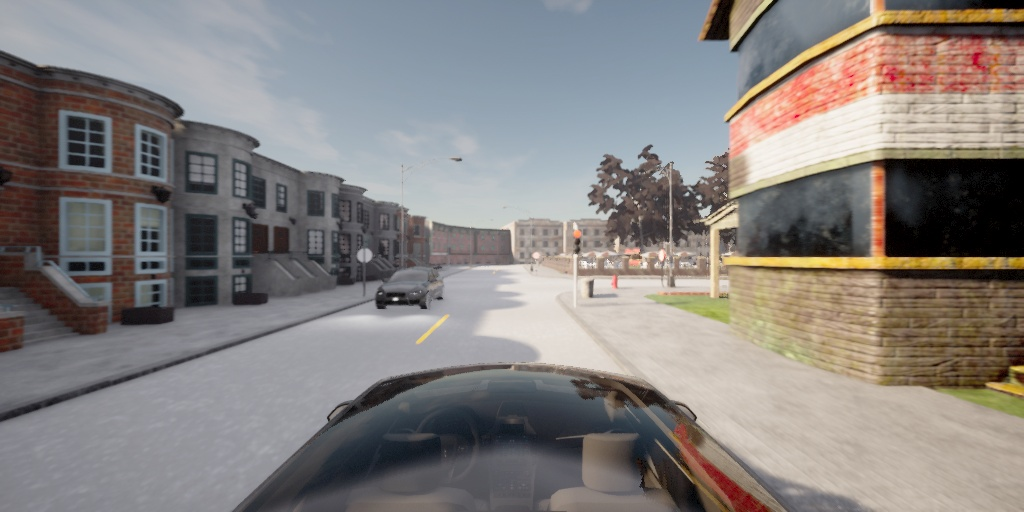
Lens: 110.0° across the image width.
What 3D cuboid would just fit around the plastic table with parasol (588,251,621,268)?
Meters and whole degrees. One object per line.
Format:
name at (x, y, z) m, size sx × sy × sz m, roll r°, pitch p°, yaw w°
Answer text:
plastic table with parasol at (10.077, 0.697, 37.747) m, size 2.482 × 2.480 × 2.482 m, roll 0°, pitch 0°, yaw -40°

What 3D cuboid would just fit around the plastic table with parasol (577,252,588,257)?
plastic table with parasol at (9.637, 0.657, 42.237) m, size 2.482 × 2.480 × 2.482 m, roll 0°, pitch 0°, yaw -40°

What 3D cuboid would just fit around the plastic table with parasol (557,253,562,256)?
plastic table with parasol at (9.238, 0.668, 64.023) m, size 2.482 × 2.480 × 2.482 m, roll 0°, pitch 0°, yaw 0°

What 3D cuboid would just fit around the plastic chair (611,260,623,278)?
plastic chair at (10.978, 1.302, 36.774) m, size 0.750 × 1.272 × 0.730 m, roll 0°, pitch 0°, yaw -35°

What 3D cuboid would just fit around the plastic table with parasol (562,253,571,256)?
plastic table with parasol at (10.032, 0.572, 56.326) m, size 2.482 × 2.480 × 2.482 m, roll 0°, pitch 0°, yaw -38°

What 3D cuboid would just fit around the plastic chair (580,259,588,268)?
plastic chair at (8.606, 1.258, 41.493) m, size 0.730 × 1.272 × 0.750 m, roll 0°, pitch 0°, yaw -40°

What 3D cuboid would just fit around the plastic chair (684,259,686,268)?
plastic chair at (21.058, 1.249, 45.253) m, size 0.730 × 1.272 × 0.750 m, roll 0°, pitch 0°, yaw -41°

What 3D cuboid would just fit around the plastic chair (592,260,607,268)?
plastic chair at (9.046, 1.301, 37.003) m, size 0.730 × 1.272 × 0.750 m, roll 0°, pitch 0°, yaw -40°

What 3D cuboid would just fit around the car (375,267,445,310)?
car at (-3.998, 1.243, 14.744) m, size 1.837 × 1.490 × 4.892 m, roll 0°, pitch 0°, yaw 0°

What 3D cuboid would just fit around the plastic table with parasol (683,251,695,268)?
plastic table with parasol at (22.067, 0.574, 46.002) m, size 2.482 × 2.480 × 2.482 m, roll 0°, pitch 0°, yaw -39°

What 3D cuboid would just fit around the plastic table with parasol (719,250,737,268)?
plastic table with parasol at (23.748, 0.646, 38.037) m, size 2.482 × 2.480 × 2.482 m, roll 0°, pitch 0°, yaw -40°

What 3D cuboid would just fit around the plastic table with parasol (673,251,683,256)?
plastic table with parasol at (18.273, 0.629, 42.734) m, size 2.482 × 2.480 × 2.482 m, roll 0°, pitch 0°, yaw -42°

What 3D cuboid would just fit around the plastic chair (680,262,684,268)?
plastic chair at (19.161, 1.262, 41.782) m, size 0.750 × 1.272 × 0.730 m, roll 0°, pitch 0°, yaw -35°

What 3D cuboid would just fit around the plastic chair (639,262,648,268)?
plastic chair at (14.276, 1.282, 38.003) m, size 0.730 × 1.272 × 0.750 m, roll 0°, pitch 0°, yaw -40°

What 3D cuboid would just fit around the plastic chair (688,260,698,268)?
plastic chair at (22.911, 1.242, 45.010) m, size 0.750 × 1.272 × 0.730 m, roll 0°, pitch 0°, yaw -34°

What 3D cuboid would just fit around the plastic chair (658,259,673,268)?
plastic chair at (16.208, 1.270, 37.774) m, size 0.750 × 1.272 × 0.730 m, roll 0°, pitch 0°, yaw -35°

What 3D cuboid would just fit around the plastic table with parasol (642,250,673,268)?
plastic table with parasol at (15.307, 0.665, 38.747) m, size 2.482 × 2.480 × 2.482 m, roll 0°, pitch 0°, yaw -40°
